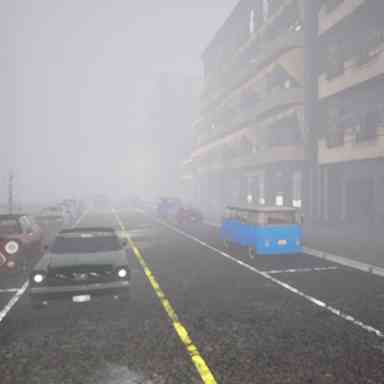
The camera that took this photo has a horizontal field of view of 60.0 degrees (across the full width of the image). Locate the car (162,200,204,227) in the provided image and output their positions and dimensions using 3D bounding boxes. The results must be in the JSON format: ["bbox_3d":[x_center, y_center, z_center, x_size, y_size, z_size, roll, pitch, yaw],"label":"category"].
[{"bbox_3d":[-0.527,1.529,22.823,1.887,1.381,4.507,0,0,-15],"label":"car"}]

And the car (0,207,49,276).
[{"bbox_3d":[-5.755,1.432,9.982,1.967,1.590,4.097,0,0,-15],"label":"car"}]

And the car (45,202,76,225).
[{"bbox_3d":[-8.621,1.538,20.648,2.008,1.369,4.403,0,0,-15],"label":"car"}]

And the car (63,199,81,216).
[{"bbox_3d":[-10.055,1.536,25.982,2.008,1.369,4.403,0,0,-15],"label":"car"}]

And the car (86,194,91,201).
[{"bbox_3d":[-22.957,1.562,73.985,1.947,1.339,4.313,0,0,-15],"label":"car"}]

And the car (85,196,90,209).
[{"bbox_3d":[-14.355,1.548,41.983,1.947,1.339,4.313,0,0,-15],"label":"car"}]

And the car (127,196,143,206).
[{"bbox_3d":[-9.129,1.546,54.825,1.947,1.339,4.313,0,0,-15],"label":"car"}]

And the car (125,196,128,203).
[{"bbox_3d":[-10.606,1.508,60.322,1.752,1.417,4.829,0,0,-15],"label":"car"}]

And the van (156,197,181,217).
[{"bbox_3d":[-1.961,1.324,28.156,1.690,1.788,3.998,0,0,-15],"label":"van"}]

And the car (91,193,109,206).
[{"bbox_3d":[-15.095,1.204,55.113,2.150,2.045,5.566,0,0,-15],"label":"car"}]

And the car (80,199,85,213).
[{"bbox_3d":[-11.489,1.424,31.316,1.967,1.590,4.097,0,0,-15],"label":"car"}]

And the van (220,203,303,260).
[{"bbox_3d":[2.339,1.330,12.156,1.690,1.788,3.998,0,0,-15],"label":"van"}]

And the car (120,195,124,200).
[{"bbox_3d":[-14.864,1.538,76.159,1.887,1.381,4.507,0,0,-15],"label":"car"}]

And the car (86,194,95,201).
[{"bbox_3d":[-25.825,1.320,84.651,2.192,1.841,5.009,0,0,-15],"label":"car"}]

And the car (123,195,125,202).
[{"bbox_3d":[-12.041,1.511,65.656,1.752,1.417,4.829,0,0,-15],"label":"car"}]

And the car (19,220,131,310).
[{"bbox_3d":[-2.556,1.594,8.084,1.895,1.301,4.718,0,0,-15],"label":"car"}]
